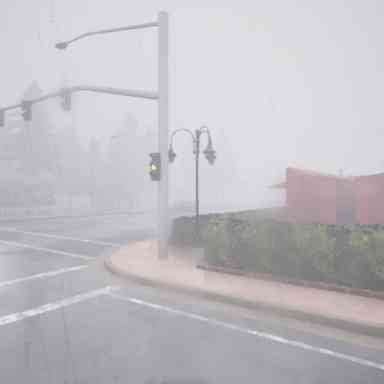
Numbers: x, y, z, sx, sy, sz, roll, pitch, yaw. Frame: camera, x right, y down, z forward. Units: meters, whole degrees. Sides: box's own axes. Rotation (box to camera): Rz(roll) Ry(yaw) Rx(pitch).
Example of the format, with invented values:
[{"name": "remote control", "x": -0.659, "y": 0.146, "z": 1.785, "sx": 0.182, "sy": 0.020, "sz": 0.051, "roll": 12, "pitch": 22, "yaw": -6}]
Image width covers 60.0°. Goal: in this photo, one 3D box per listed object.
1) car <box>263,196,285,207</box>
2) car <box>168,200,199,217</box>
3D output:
[{"name": "car", "x": 12.895, "y": 1.403, "z": 52.134, "sx": 2.097, "sy": 1.767, "sz": 4.553, "roll": 0, "pitch": 0, "yaw": 36}, {"name": "car", "x": -1.276, "y": 1.543, "z": 32.797, "sx": 2.128, "sy": 1.511, "sz": 4.902, "roll": 0, "pitch": 0, "yaw": 36}]
